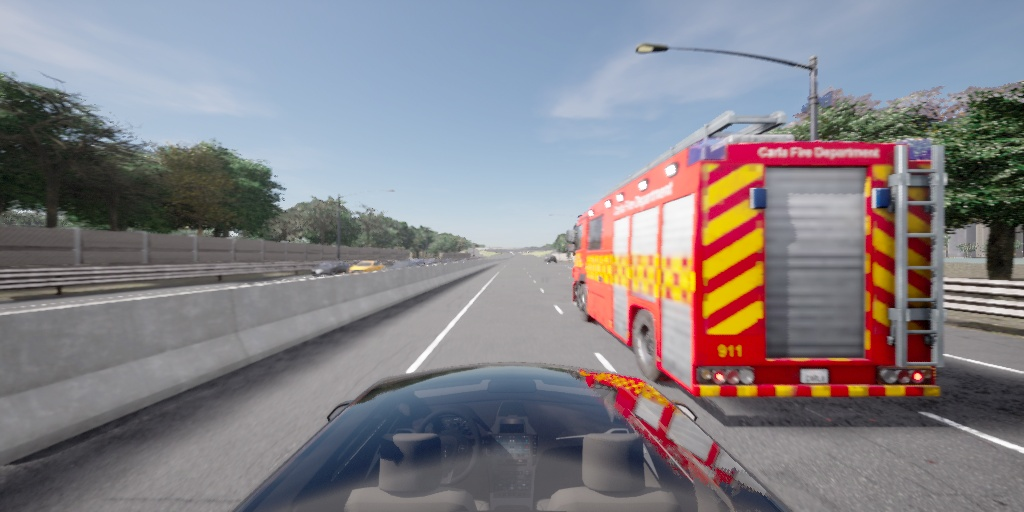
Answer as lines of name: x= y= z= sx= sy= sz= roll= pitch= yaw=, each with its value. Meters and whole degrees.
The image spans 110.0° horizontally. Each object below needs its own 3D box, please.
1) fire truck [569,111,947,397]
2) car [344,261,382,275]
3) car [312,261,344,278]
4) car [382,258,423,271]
fire truck: x=3.504 y=0.102 z=8.202 sx=2.891 sy=3.827 sz=8.468 roll=0 pitch=0 yaw=0
car: x=-14.023 y=1.245 z=34.875 sx=1.882 sy=1.535 sz=5.008 roll=0 pitch=0 yaw=1
car: x=-17.522 y=1.259 z=34.974 sx=2.128 sy=1.511 sz=4.902 roll=0 pitch=0 yaw=1
car: x=-10.524 y=1.245 z=34.883 sx=1.882 sy=1.535 sz=5.008 roll=0 pitch=0 yaw=1
